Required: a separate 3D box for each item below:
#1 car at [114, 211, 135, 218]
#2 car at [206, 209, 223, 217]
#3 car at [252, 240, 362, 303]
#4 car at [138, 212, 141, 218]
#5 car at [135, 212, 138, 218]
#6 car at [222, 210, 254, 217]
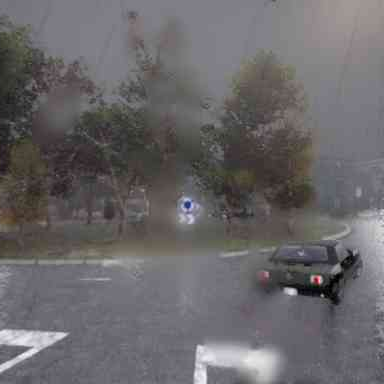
[{"bbox_3d":[-17.814,6.103,84.917,4.892,1.521,2.231,1,-5,-20],"label":"car"},{"bbox_3d":[4.991,3.987,61.240,4.892,1.490,1.837,-2,-5,29],"label":"car"},{"bbox_3d":[3.458,1.999,9.352,1.895,1.301,4.718,-4,-4,34],"label":"car"},{"bbox_3d":[-17.715,6.337,90.879,5.566,2.045,2.435,1,-5,-19],"label":"car"},{"bbox_3d":[-17.812,6.093,87.888,5.566,2.045,2.435,1,-5,-19],"label":"car"},{"bbox_3d":[7.926,3.699,55.577,4.718,1.301,1.895,-3,-6,40],"label":"car"}]
